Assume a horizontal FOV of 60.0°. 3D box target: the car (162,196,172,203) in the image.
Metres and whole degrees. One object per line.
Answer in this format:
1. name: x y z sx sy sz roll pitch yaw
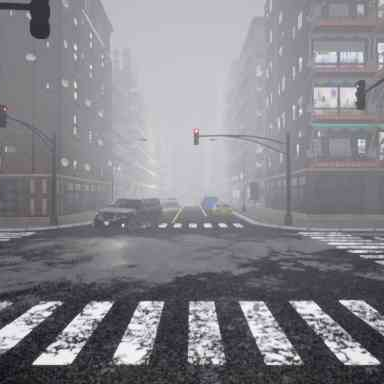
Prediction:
1. car: -5.420 1.612 72.301 2.008 1.369 4.403 1 0 0

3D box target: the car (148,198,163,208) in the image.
1. car: -5.385 1.613 49.670 1.802 1.307 4.206 1 0 0

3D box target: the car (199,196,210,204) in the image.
1. car: 2.469 1.604 66.709 2.008 1.369 4.403 1 0 0

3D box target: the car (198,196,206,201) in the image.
1. car: 2.443 1.626 83.677 1.887 1.381 4.507 1 0 0

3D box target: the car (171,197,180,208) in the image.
1. car: -2.827 1.495 48.879 1.882 1.535 5.008 0 0 0

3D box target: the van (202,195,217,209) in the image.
1. van: 2.540 1.366 44.087 1.690 1.788 3.998 1 0 0

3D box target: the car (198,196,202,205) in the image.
1. car: 2.499 1.346 49.740 2.192 1.841 5.009 1 0 0

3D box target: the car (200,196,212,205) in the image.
1. car: 2.479 1.485 61.053 1.967 1.590 4.097 1 0 0

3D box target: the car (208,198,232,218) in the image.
1. car: 2.656 1.537 30.253 1.752 1.417 4.829 1 0 0

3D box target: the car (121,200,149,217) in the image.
1. car: -5.487 1.565 32.696 2.008 1.369 4.403 1 0 0

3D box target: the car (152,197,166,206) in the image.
1. car: -5.392 1.563 55.157 1.752 1.417 4.829 1 0 0

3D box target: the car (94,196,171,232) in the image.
1. car: -3.642 1.323 20.519 2.150 2.045 5.566 2 1 20

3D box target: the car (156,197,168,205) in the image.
1. car: -5.402 1.627 60.985 1.802 1.307 4.206 1 0 0
